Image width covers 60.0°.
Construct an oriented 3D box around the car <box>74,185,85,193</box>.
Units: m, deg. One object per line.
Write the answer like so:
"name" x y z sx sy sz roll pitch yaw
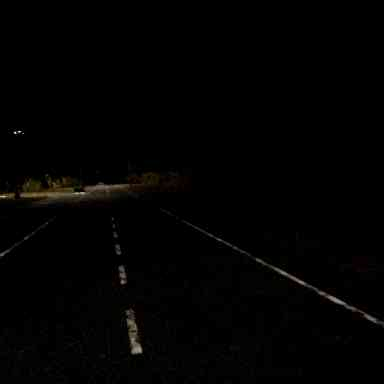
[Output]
"car" -21.950 -0.570 64.886 2.033 1.411 5.357 -3 3 -14
